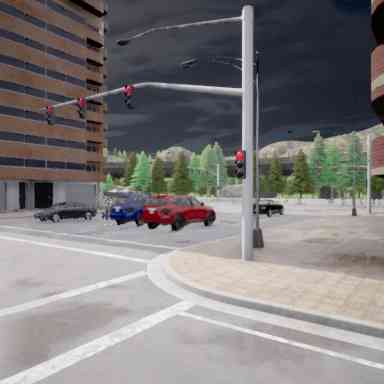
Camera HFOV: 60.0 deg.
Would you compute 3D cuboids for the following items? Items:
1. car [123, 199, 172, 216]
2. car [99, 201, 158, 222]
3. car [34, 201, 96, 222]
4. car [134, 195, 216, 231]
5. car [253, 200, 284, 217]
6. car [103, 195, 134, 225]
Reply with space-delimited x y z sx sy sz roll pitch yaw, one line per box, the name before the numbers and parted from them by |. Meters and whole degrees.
car | -4.426 1.491 33.830 2.128 1.511 4.902 0 0 36
car | -5.048 1.526 27.030 1.812 1.442 4.674 0 0 36
car | -9.907 1.505 26.288 1.837 1.490 4.892 0 0 36
car | -0.686 1.219 20.799 2.150 2.045 5.566 0 0 36
car | 7.158 1.478 31.701 1.882 1.535 5.008 0 0 36
car | -3.175 1.223 23.327 2.150 2.045 5.566 0 0 36
